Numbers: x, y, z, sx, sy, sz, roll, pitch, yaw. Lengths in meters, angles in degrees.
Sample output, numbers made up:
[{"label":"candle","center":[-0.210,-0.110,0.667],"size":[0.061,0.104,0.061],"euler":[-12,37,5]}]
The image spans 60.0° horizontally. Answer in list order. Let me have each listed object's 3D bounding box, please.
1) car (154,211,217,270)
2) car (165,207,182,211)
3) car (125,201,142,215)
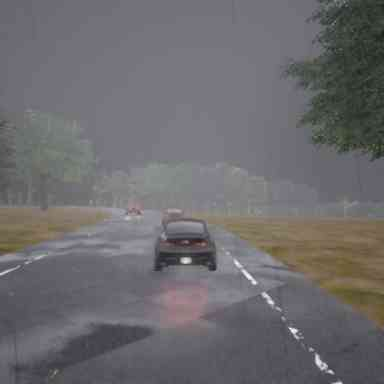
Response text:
[{"label":"car","center":[-0.254,1.625,11.417],"size":[1.837,1.490,4.892],"euler":[0,0,-2]},{"label":"car","center":[-1.543,1.981,27.587],"size":[1.812,1.442,4.674],"euler":[0,-1,-6]},{"label":"car","center":[-8.763,2.414,49.791],"size":[2.150,2.045,5.566],"euler":[0,-2,-11]}]
